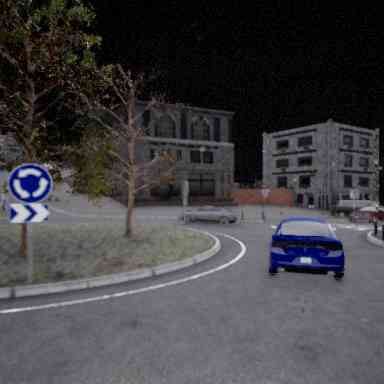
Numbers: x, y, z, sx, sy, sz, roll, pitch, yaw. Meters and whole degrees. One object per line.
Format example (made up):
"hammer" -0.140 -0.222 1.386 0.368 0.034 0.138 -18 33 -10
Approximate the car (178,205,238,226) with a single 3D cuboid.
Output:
"car" 1.130 1.610 23.570 4.181 1.385 1.994 0 0 18

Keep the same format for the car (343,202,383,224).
"car" 15.268 1.893 28.251 4.674 1.442 1.812 3 -1 -34

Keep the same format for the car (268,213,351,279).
"car" 3.466 1.505 10.378 1.882 1.535 5.008 0 0 17

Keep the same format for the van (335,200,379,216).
"van" 17.429 1.897 35.346 1.878 1.987 4.442 4 -2 -34
